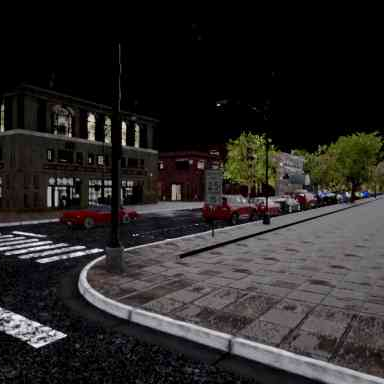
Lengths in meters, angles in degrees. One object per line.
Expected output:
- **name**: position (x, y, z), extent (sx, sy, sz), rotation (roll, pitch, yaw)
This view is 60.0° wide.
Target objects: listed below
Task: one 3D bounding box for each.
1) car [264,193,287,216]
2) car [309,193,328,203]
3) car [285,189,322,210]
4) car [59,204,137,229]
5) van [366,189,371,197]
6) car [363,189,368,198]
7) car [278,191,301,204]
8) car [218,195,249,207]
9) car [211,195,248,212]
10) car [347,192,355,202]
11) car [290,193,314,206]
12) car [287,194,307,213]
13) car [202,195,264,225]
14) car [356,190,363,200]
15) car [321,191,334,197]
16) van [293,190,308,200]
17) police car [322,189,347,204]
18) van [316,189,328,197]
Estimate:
- **car**: position (5.754, 1.152, 26.763), extent (1.967, 1.590, 4.097), rotation (1, 1, 34)
- **car**: position (19.923, 0.860, 52.179), extent (1.812, 1.442, 4.674), rotation (1, 1, 34)
- **car**: position (12.029, 0.893, 35.901), extent (2.192, 1.841, 5.009), rotation (1, 2, 34)
- **car**: position (-5.632, 1.401, 20.422), extent (1.895, 1.301, 4.718), rotation (1, 1, 34)
- **van**: position (40.260, 0.301, 77.029), extent (1.690, 1.788, 3.998), rotation (1, 2, 34)
- **car**: position (34.080, 0.622, 68.033), extent (1.752, 1.417, 4.829), rotation (1, 2, 34)
- **car**: position (14.637, 0.784, 49.778), extent (2.097, 1.767, 4.553), rotation (1, 1, 34)
- **car**: position (5.110, 1.069, 40.638), extent (1.947, 1.339, 4.313), rotation (1, 2, 34)
- **car**: position (3.996, 1.121, 34.445), extent (1.812, 1.442, 4.674), rotation (1, 1, 35)
- **car**: position (23.634, 0.690, 52.083), extent (2.097, 1.767, 4.553), rotation (1, 1, 34)
- **car**: position (14.920, 0.970, 44.790), extent (1.812, 1.442, 4.674), rotation (1, 1, 35)
- **car**: position (8.890, 1.195, 31.336), extent (2.008, 1.369, 4.403), rotation (1, 2, 34)
- **car**: position (2.618, 1.093, 22.191), extent (2.192, 1.841, 5.009), rotation (1, 1, 34)
- **car**: position (30.846, 0.750, 63.325), extent (1.802, 1.307, 4.206), rotation (1, 2, 34)
- **car**: position (33.340, 0.437, 81.765), extent (2.008, 1.369, 4.403), rotation (1, 2, 34)
- **van**: position (20.796, 0.504, 63.481), extent (1.690, 1.788, 3.998), rotation (1, 2, 34)
- **police car**: position (19.769, 0.847, 46.415), extent (1.930, 1.638, 5.238), rotation (1, 1, 34)
- **van**: position (30.206, 0.297, 77.190), extent (1.690, 1.788, 3.998), rotation (1, 2, 34)
